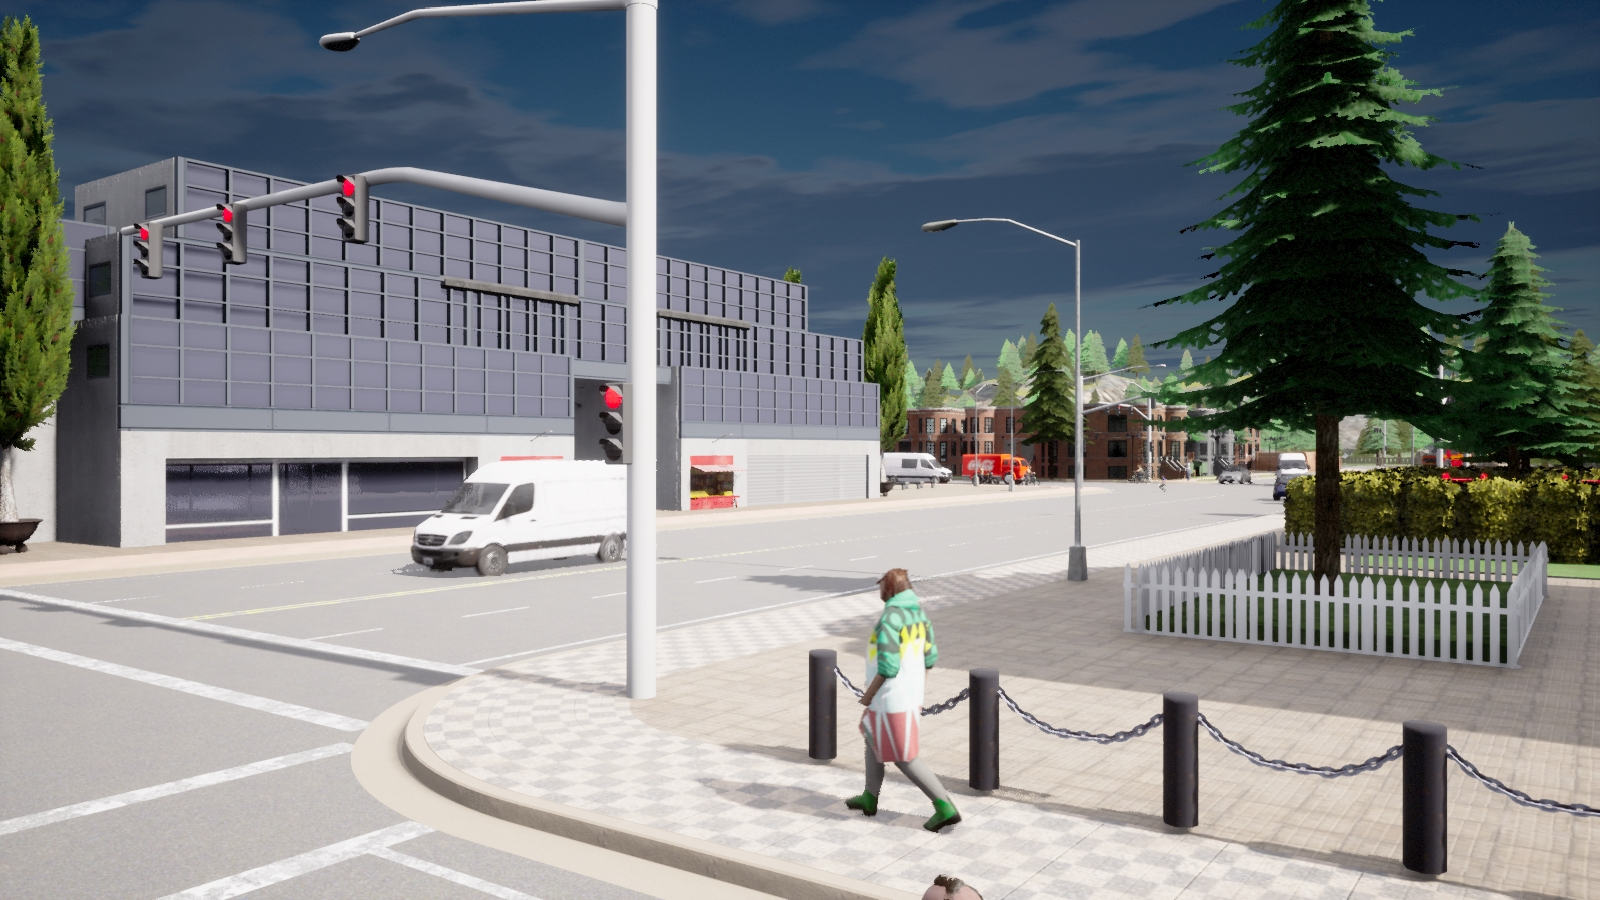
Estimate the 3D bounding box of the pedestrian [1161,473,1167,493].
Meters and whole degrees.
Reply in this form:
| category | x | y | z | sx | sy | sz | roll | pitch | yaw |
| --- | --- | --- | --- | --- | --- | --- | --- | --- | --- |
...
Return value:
| category | x | y | z | sx | sy | sz | roll | pitch | yaw |
| --- | --- | --- | --- | --- | --- | --- | --- | --- | --- |
| pedestrian | 23.795 | 2.128 | 74.718 | 0.375 | 1.300 | 0.375 | 0 | 0 | 19 |

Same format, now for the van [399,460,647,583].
| category | x | y | z | sx | sy | sz | roll | pitch | yaw |
| --- | --- | --- | --- | --- | --- | --- | --- | --- | --- |
| van | -6.404 | 1.534 | 27.249 | 1.988 | 2.561 | 5.915 | 0 | 0 | 35 |

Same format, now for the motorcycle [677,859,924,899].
| category | x | y | z | sx | sy | sz | roll | pitch | yaw |
| --- | --- | --- | --- | --- | --- | --- | --- | --- | --- |
| motorcycle | 0.509 | 2.205 | 3.428 | 2.209 | 1.251 | 0.867 | 0 | 0 | 35 |

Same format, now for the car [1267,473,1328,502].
| category | x | y | z | sx | sy | sz | roll | pitch | yaw |
| --- | --- | --- | --- | --- | --- | --- | --- | --- | --- |
| car | 27.765 | 2.063 | 63.661 | 2.163 | 1.488 | 4.792 | 0 | 0 | 35 |

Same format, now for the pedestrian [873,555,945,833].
| category | x | y | z | sx | sy | sz | roll | pitch | yaw |
| --- | --- | --- | --- | --- | --- | --- | --- | --- | --- |
| pedestrian | 0.774 | 1.697 | 8.099 | 0.375 | 1.860 | 0.375 | 0 | 0 | 36 |

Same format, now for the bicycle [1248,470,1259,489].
| category | x | y | z | sx | sy | sz | roll | pitch | yaw |
| --- | --- | --- | --- | --- | --- | --- | --- | --- | --- |
| bicycle | 32.937 | 2.156 | 83.009 | 0.373 | 1.296 | 1.643 | 0 | 0 | 35 |
